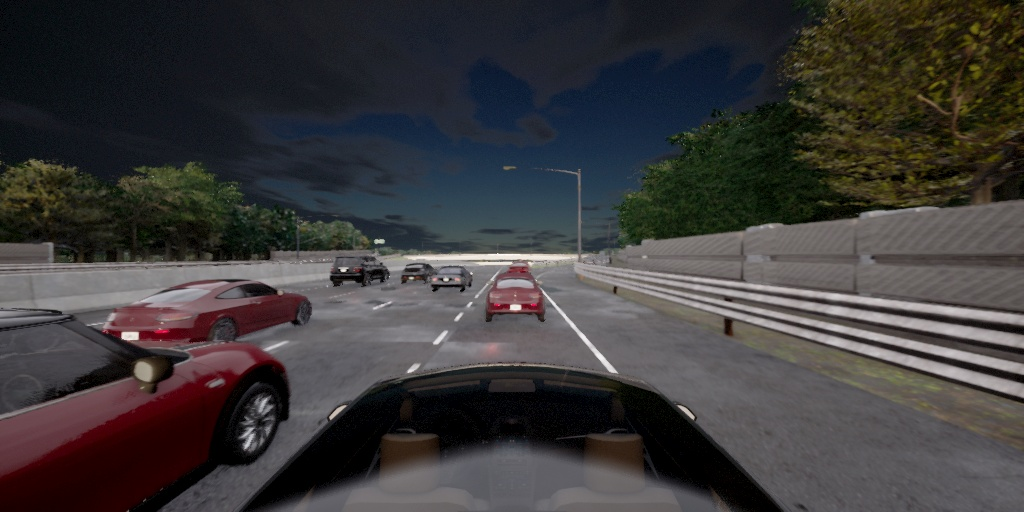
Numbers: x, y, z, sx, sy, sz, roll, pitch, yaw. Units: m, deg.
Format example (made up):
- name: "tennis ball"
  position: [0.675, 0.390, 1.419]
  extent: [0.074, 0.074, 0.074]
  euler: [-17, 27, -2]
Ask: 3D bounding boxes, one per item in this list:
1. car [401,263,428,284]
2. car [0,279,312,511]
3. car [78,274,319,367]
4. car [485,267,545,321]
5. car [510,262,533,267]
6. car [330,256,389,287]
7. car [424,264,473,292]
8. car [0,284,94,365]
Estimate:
- name: "car"
  position: [-6.897, 1.273, 27.012]
  extent: [1.837, 1.490, 4.892]
  euler: [0, 0, 0]
- name: "car"
  position: [-3.500, 1.102, 2.093]
  extent: [2.097, 1.767, 4.553]
  euler: [0, 0, 0]
- name: "car"
  position: [-6.899, 1.281, 8.778]
  extent: [1.812, 1.442, 4.674]
  euler: [0, 0, 0]
- name: "car"
  position: [0.102, 1.283, 12.402]
  extent: [1.812, 1.442, 4.674]
  euler: [0, 0, 0]
- name: "car"
  position: [0.806, 1.243, 32.793]
  extent: [1.882, 1.535, 5.008]
  euler: [0, 0, 6]
- name: "car"
  position: [-10.397, 0.988, 24.798]
  extent: [2.150, 2.045, 5.566]
  euler: [0, 0, 0]
- name: "car"
  position: [-3.497, 1.311, 21.534]
  extent: [2.033, 1.411, 5.357]
  euler: [0, 0, 0]
- name: "car"
  position: [-10.400, 1.317, 5.971]
  extent: [1.994, 1.385, 4.181]
  euler: [0, 0, 0]
